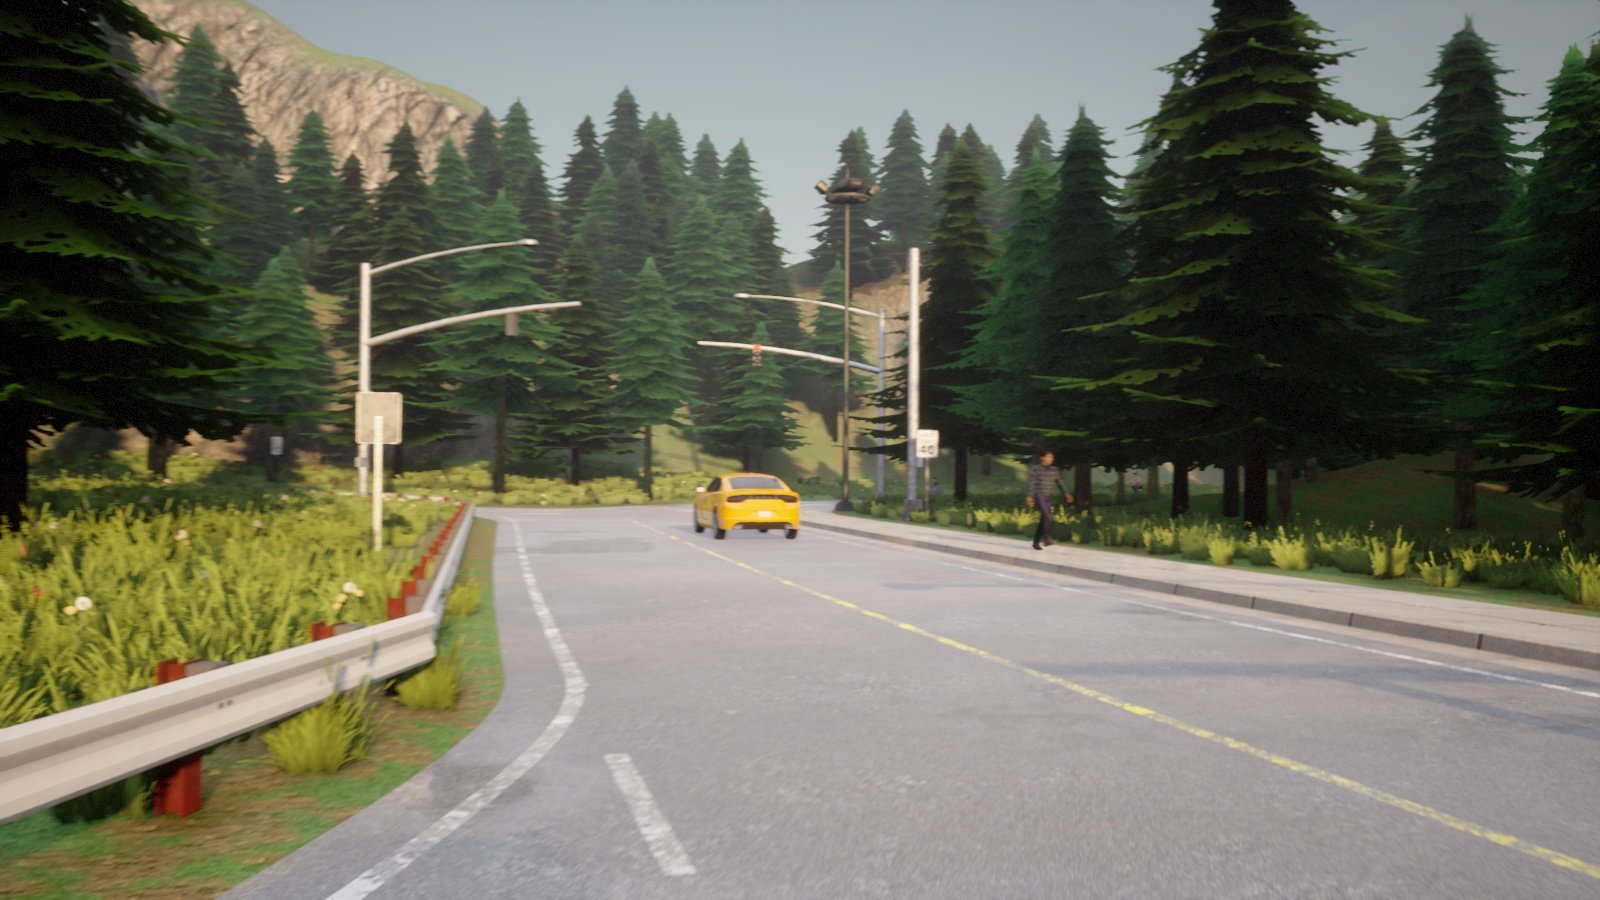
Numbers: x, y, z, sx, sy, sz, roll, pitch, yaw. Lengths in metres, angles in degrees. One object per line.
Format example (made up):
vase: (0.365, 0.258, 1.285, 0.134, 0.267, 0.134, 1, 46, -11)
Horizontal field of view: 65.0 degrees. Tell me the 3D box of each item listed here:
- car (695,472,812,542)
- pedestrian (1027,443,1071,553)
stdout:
car: (-1.225, 1.299, 30.126, 1.882, 1.535, 5.008, 0, -1, -13)
pedestrian: (4.503, 0.854, 22.728, 0.423, 1.949, 0.788, 0, -1, -20)
